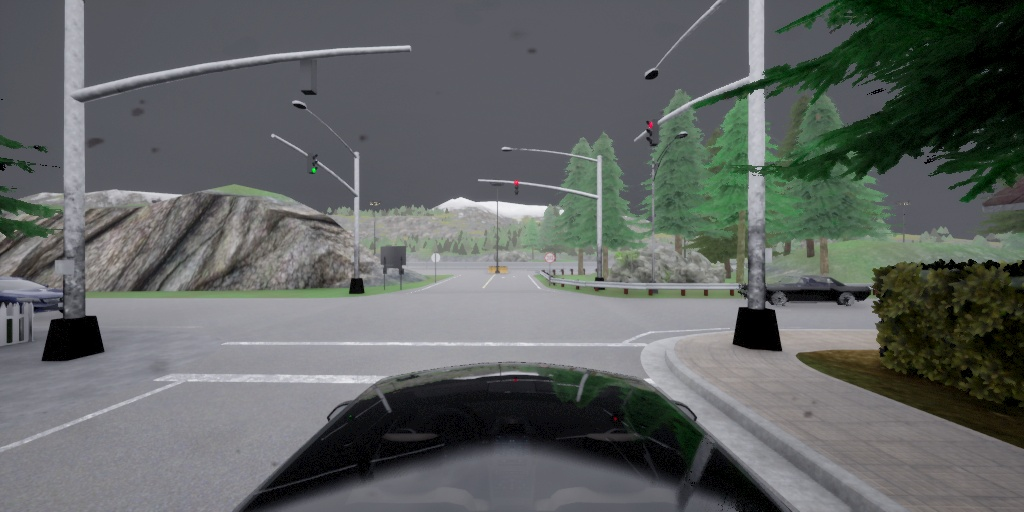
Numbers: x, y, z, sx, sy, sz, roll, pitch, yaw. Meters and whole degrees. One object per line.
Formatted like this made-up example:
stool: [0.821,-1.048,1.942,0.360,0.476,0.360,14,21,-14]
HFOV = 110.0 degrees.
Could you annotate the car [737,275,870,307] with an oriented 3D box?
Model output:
car: [13.003,1.543,16.254,4.718,1.301,1.895,0,0,0]

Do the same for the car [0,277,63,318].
car: [-18.275,1.467,12.735,4.674,1.442,1.812,0,0,0]
